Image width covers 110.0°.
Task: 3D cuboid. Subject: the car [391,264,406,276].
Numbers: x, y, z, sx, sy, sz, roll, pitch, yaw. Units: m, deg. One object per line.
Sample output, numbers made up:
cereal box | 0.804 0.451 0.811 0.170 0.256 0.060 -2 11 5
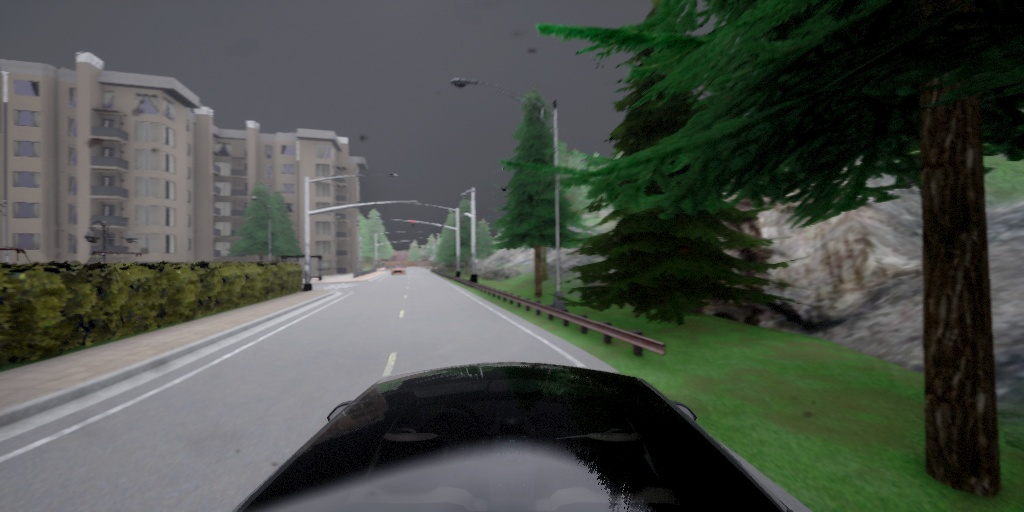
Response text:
car | -17.483 2.089 55.294 2.097 1.767 4.553 -1 -1 -15
